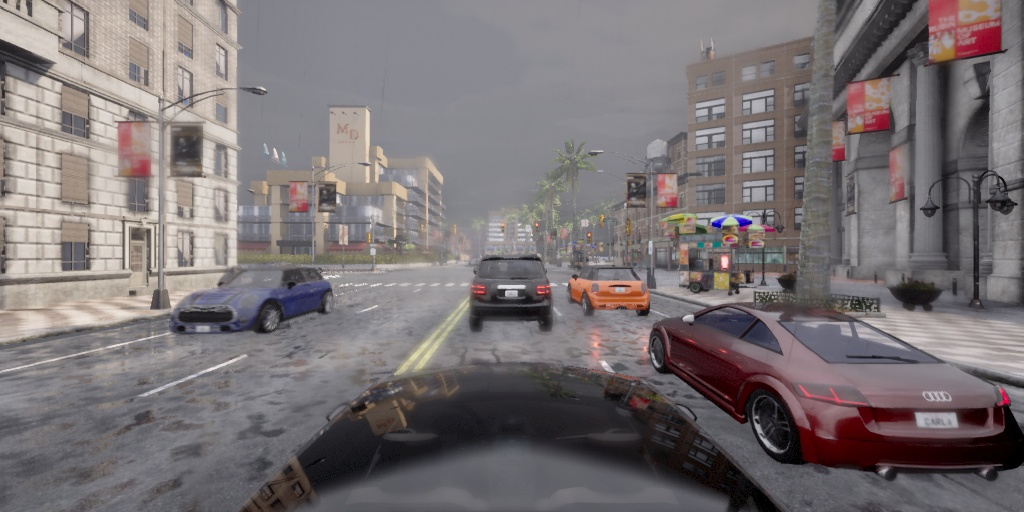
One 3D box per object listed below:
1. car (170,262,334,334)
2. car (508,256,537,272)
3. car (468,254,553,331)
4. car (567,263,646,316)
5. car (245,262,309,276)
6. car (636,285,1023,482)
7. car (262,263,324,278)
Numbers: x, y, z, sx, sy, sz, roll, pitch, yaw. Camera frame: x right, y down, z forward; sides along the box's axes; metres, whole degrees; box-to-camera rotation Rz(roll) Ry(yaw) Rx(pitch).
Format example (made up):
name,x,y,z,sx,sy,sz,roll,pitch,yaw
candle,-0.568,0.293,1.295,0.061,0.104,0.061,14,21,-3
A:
name,x,y,z,sx,sy,sz,roll,pitch,yaw
car,-7.210,1.102,10.566,2.097,1.767,4.553,0,0,-1
car,1.580,0.971,49.170,2.150,2.045,5.566,1,0,22
car,-0.043,0.971,11.085,2.150,2.045,5.566,0,0,-1
car,3.432,1.102,13.570,2.097,1.767,4.553,0,0,-1
car,-24.379,1.297,37.348,5.357,1.411,2.033,0,0,-1
car,3.478,1.314,4.938,1.994,1.385,4.181,0,0,0
car,-20.564,1.351,33.773,4.718,1.301,1.895,0,0,2
